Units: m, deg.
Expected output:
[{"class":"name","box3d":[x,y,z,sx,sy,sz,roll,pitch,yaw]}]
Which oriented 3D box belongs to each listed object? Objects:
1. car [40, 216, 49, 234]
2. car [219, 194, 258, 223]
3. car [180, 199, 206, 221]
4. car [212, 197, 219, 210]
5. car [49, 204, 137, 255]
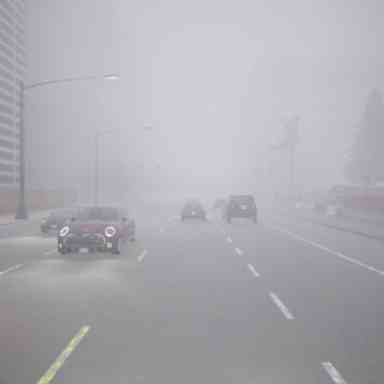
[{"class":"car","box3d":[-7.051,1.504,19.401,1.812,1.442,4.674,0,0,0]},{"class":"car","box3d":[3.548,1.194,25.330,2.150,2.045,5.566,0,0,1]},{"class":"car","box3d":[0.103,1.535,26.781,1.994,1.385,4.181,0,0,0]},{"class":"car","box3d":[3.585,1.458,42.439,1.837,1.490,4.892,0,0,0]},{"class":"car","box3d":[-3.570,1.336,13.243,2.097,1.767,4.553,0,0,0]}]
